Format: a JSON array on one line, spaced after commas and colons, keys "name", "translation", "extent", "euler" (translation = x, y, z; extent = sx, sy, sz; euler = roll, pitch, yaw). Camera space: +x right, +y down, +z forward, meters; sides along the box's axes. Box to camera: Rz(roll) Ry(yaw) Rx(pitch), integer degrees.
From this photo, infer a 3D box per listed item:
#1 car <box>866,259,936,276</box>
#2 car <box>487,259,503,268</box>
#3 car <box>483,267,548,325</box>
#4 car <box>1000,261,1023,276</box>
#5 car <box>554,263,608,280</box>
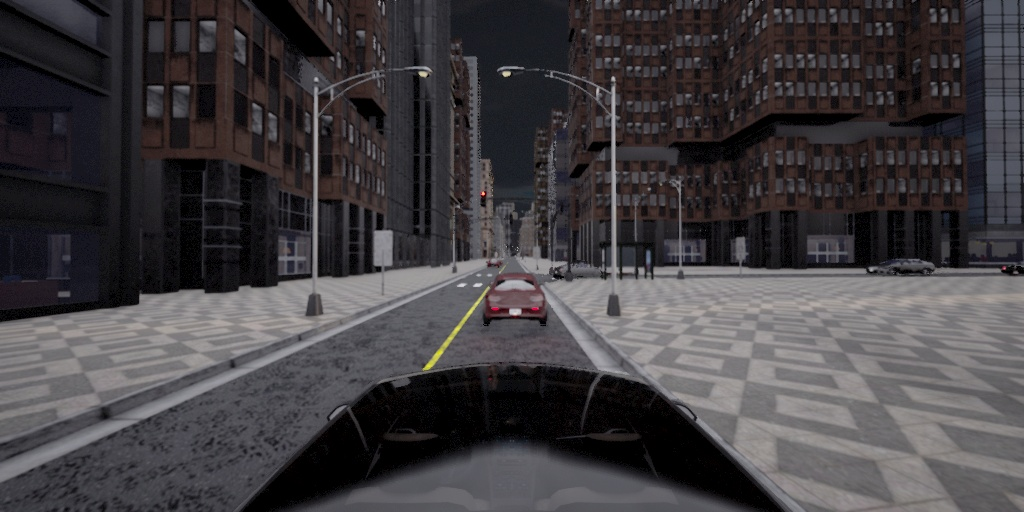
[{"name": "car", "translation": [34.407, 0.997, 31.824], "extent": [4.902, 1.511, 2.128], "euler": [0, -1, 0]}, {"name": "car", "translation": [-2.932, 1.146, 56.709], "extent": [1.882, 1.535, 5.008], "euler": [0, 0, 0]}, {"name": "car", "translation": [0.101, 1.261, 11.574], "extent": [1.812, 1.442, 4.674], "euler": [0, 0, 0]}, {"name": "car", "translation": [42.540, 1.018, 28.669], "extent": [4.718, 1.301, 1.895], "euler": [0, -1, 0]}, {"name": "car", "translation": [5.402, 1.205, 28.278], "extent": [4.181, 1.385, 1.994], "euler": [0, -1, -16]}]
